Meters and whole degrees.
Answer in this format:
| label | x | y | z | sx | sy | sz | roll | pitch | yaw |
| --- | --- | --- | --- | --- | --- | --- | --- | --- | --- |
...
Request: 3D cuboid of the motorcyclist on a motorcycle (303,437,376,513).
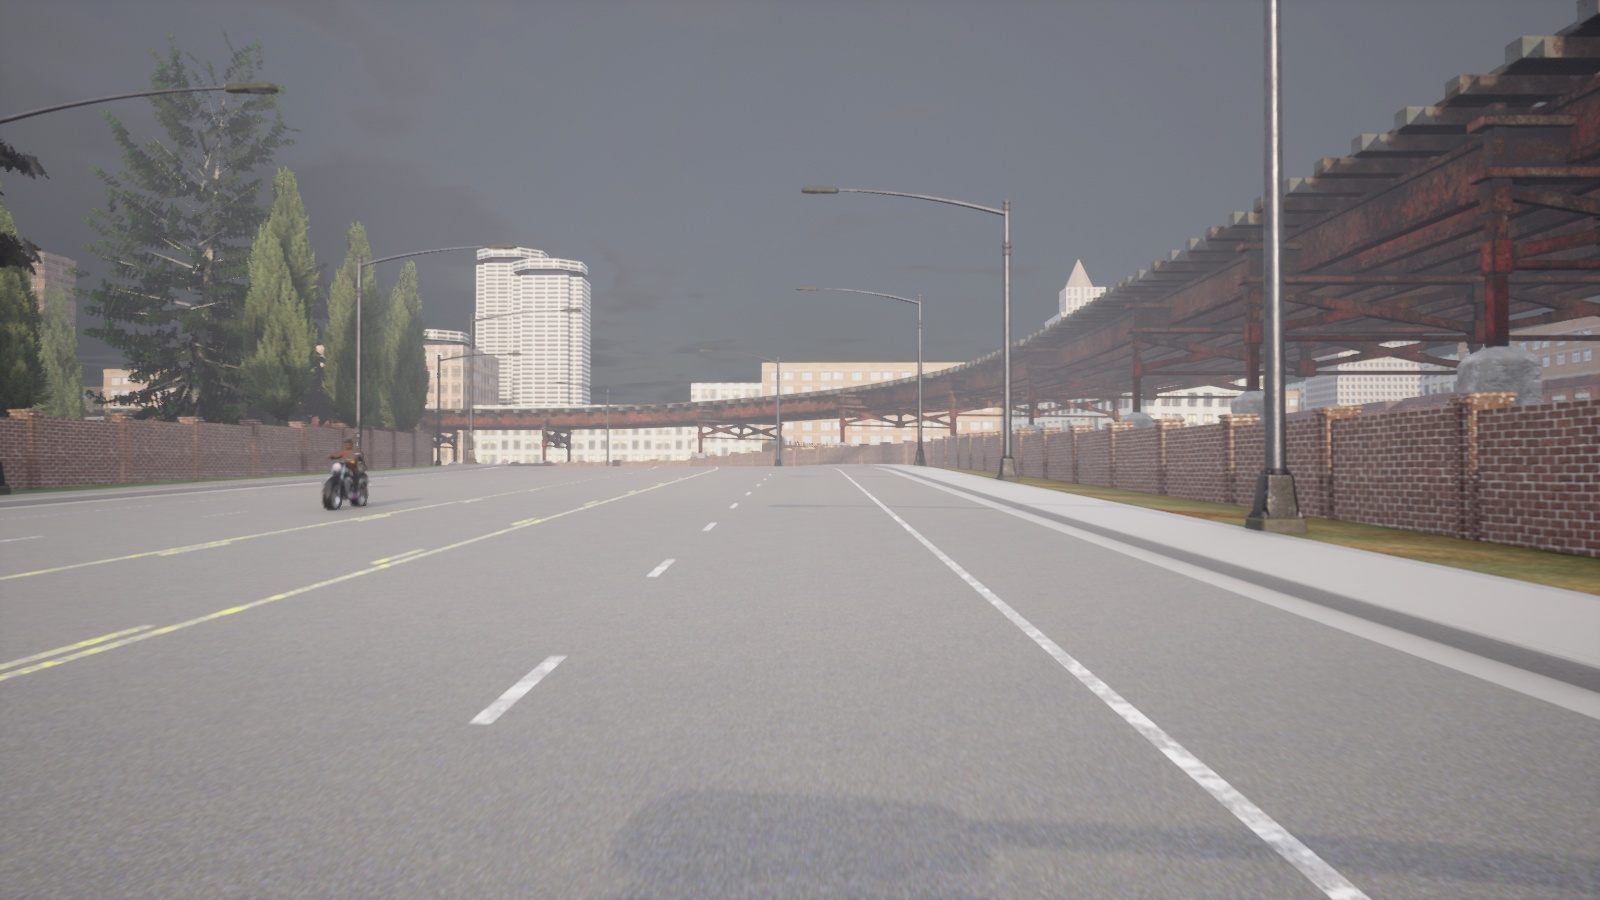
| label | x | y | z | sx | sy | sz | roll | pitch | yaw |
| --- | --- | --- | --- | --- | --- | --- | --- | --- | --- |
| motorcyclist on a motorcycle | -10.319 | 0.535 | 28.253 | 0.766 | 1.649 | 2.350 | 0 | 0 | 0 |
